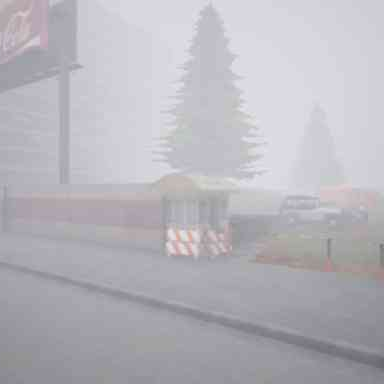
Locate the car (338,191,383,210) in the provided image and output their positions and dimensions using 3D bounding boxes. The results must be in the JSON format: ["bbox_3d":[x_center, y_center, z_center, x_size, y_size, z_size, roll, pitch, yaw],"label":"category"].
[{"bbox_3d":[21.299,1.115,41.773,4.605,1.855,1.932,0,0,35],"label":"car"}]

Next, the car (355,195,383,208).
[{"bbox_3d":[24.422,1.283,45.051,3.988,1.617,1.851,0,0,35],"label":"car"}]

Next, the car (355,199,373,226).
[{"bbox_3d":[8.944,1.338,21.304,4.193,1.474,1.816,0,0,35],"label":"car"}]

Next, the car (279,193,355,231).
[{"bbox_3d":[7.006,1.148,19.245,3.866,1.878,1.905,0,0,35],"label":"car"}]
